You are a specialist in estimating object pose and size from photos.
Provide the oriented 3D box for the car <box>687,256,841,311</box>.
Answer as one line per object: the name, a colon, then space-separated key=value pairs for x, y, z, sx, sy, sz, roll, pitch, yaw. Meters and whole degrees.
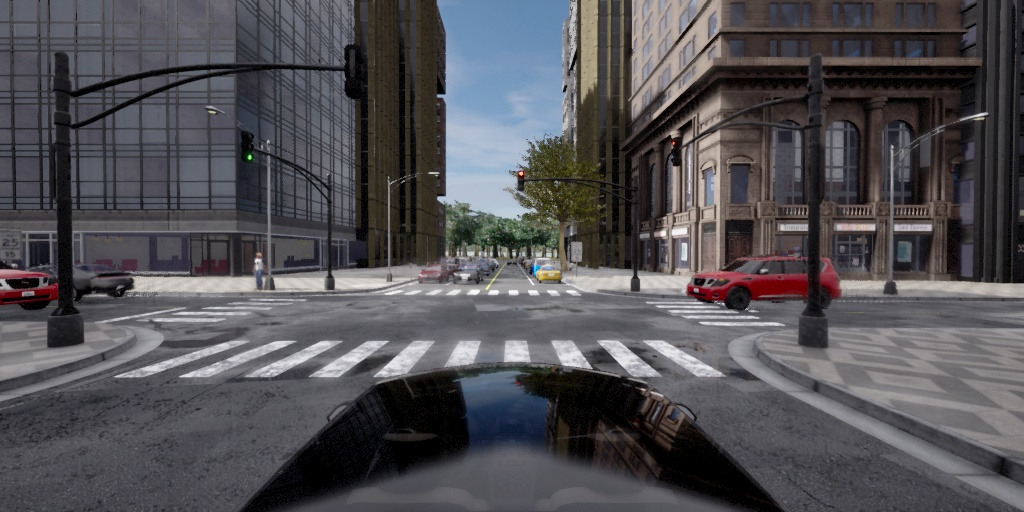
car: x=10.151 y=1.036 z=14.586 sx=5.566 sy=2.045 sz=2.150 roll=0 pitch=1 yaw=-5

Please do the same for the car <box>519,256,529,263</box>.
car: x=2.692 y=1.201 z=61.085 sx=2.007 sy=1.370 sz=4.403 roll=0 pitch=0 yaw=0

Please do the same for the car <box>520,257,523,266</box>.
car: x=2.699 y=1.212 z=55.406 sx=1.888 sy=1.381 sz=4.507 roll=0 pitch=0 yaw=0

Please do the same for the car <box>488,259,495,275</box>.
car: x=-3.134 y=1.260 z=36.323 sx=2.033 sy=1.411 sz=5.357 roll=0 pitch=0 yaw=0

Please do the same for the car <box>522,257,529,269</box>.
car: x=2.705 y=1.207 z=49.897 sx=1.751 sy=1.417 sz=4.829 roll=0 pitch=0 yaw=0

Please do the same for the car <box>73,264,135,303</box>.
car: x=-18.571 y=1.072 z=14.760 sx=4.902 sy=1.511 sz=2.128 roll=1 pitch=1 yaw=0

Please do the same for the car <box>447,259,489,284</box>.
car: x=-3.135 y=1.220 z=26.500 sx=2.128 sy=1.511 sz=4.902 roll=0 pitch=0 yaw=1

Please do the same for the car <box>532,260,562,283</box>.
car: x=2.732 y=1.254 z=27.178 sx=1.751 sy=1.417 sz=4.829 roll=0 pitch=0 yaw=0

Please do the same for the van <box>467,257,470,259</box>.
van: x=-5.806 y=1.049 z=38.350 sx=1.690 sy=1.789 sz=3.998 roll=0 pitch=0 yaw=0

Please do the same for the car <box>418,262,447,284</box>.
car: x=-5.793 y=1.310 z=26.989 sx=1.802 sy=1.307 sz=4.207 roll=0 pitch=0 yaw=0

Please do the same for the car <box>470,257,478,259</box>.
car: x=-5.813 y=1.011 z=44.030 sx=2.192 sy=1.841 sz=5.009 roll=0 pitch=0 yaw=0

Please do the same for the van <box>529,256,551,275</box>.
van: x=2.726 y=1.060 z=32.688 sx=1.690 sy=1.789 sz=3.998 roll=0 pitch=0 yaw=0

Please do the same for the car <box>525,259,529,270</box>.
car: x=2.719 y=1.274 z=38.368 sx=1.948 sy=1.339 sz=4.313 roll=0 pitch=0 yaw=0

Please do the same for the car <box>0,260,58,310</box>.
car: x=-18.386 y=0.841 z=11.553 sx=5.566 sy=2.045 sz=2.150 roll=1 pitch=1 yaw=0

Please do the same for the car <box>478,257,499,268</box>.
car: x=-3.140 y=1.182 z=46.434 sx=2.128 sy=1.511 sz=4.902 roll=0 pitch=0 yaw=0

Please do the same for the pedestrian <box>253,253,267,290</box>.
pedestrian: x=-12.542 y=0.741 z=17.809 sx=0.375 sy=1.860 sz=0.375 roll=0 pitch=0 yaw=0

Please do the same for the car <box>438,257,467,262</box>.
car: x=-5.800 y=1.034 z=32.669 sx=2.192 sy=1.841 sz=5.009 roll=0 pitch=0 yaw=0
